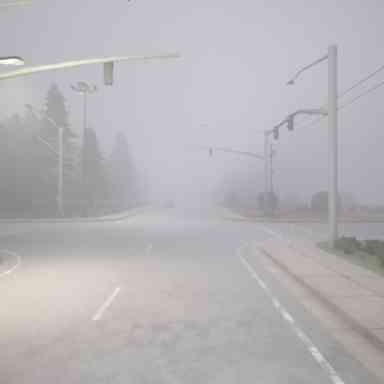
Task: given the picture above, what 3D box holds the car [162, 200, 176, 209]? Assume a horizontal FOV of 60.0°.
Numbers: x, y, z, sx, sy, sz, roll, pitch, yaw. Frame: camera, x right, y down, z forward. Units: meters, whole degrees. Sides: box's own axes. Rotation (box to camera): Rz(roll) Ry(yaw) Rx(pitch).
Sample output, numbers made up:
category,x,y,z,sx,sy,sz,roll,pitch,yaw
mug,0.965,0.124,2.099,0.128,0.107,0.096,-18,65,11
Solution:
category,x,y,z,sx,sy,sz,roll,pitch,yaw
car,-3.505,1.908,51.112,2.033,1.411,5.357,0,0,0
